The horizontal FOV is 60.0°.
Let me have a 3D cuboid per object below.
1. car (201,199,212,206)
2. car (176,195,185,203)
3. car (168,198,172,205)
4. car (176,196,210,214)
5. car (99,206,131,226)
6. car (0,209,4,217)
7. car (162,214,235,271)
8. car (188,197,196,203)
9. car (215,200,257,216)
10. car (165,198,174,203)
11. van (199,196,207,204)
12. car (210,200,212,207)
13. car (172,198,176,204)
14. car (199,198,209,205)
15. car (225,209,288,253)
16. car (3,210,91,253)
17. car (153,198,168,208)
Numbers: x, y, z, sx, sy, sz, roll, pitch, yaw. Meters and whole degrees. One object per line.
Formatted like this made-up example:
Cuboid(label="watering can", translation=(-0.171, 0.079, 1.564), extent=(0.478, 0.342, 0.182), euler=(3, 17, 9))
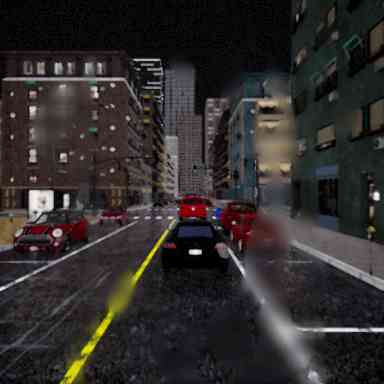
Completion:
Cuboid(label="car", translation=(2.662, 1.989, 62.972), extent=(1.947, 1.339, 4.313), euler=(0, 0, 0))
Cuboid(label="car", translation=(-3.032, 1.838, 90.855), extent=(2.150, 2.045, 5.566), euler=(0, 0, 0))
Cuboid(label="car", translation=(-5.721, 2.029, 68.505), extent=(1.947, 1.339, 4.313), euler=(0, 0, 0))
Cuboid(label="car", translation=(-0.037, 1.407, 28.306), extent=(2.150, 2.045, 5.566), euler=(0, 0, -3))
Cuboid(label="car", translation=(-5.706, 1.745, 25.053), extent=(1.802, 1.307, 4.206), euler=(0, 0, 0))
Cuboid(label="car", translation=(-22.416, 2.123, 35.799), extent=(4.403, 1.369, 2.008), euler=(-1, 1, 0))
Cuboid(label="car", translation=(0.093, 1.636, 11.138), extent=(1.994, 1.385, 4.181), euler=(0, 0, 0))
Cuboid(label="car", translation=(-0.031, 2.111, 86.486), extent=(2.128, 1.511, 4.902), euler=(0, 0, 0))
Cuboid(label="car", translation=(2.675, 1.442, 19.529), extent=(2.192, 1.841, 5.009), euler=(0, 0, 0))
Cuboid(label="car", translation=(-5.727, 2.129, 85.075), extent=(1.887, 1.381, 4.507), euler=(0, 0, 0))
Cuboid(label="van", translation=(2.654, 1.885, 79.543), extent=(1.690, 1.788, 3.998), euler=(0, 0, 0))
Cuboid(label="car", translation=(2.664, 1.966, 57.448), extent=(1.802, 1.307, 4.206), euler=(0, 0, 0))
Cuboid(label="car", translation=(-3.027, 2.107, 75.215), extent=(1.895, 1.301, 4.718), euler=(0, 0, 0))
Cuboid(label="car", translation=(2.658, 2.048, 74.018), extent=(1.887, 1.381, 4.507), euler=(0, 0, 0))
Cuboid(label="car", translation=(2.678, 1.636, 13.999), extent=(1.887, 1.381, 4.507), euler=(0, 0, 0))
Cuboid(label="car", translation=(-5.703, 1.531, 13.998), extent=(1.967, 1.590, 4.097), euler=(0, 0, 0))
Cuboid(label="car", translation=(-5.718, 1.950, 57.458), extent=(1.947, 1.339, 4.313), euler=(0, 0, 0))
